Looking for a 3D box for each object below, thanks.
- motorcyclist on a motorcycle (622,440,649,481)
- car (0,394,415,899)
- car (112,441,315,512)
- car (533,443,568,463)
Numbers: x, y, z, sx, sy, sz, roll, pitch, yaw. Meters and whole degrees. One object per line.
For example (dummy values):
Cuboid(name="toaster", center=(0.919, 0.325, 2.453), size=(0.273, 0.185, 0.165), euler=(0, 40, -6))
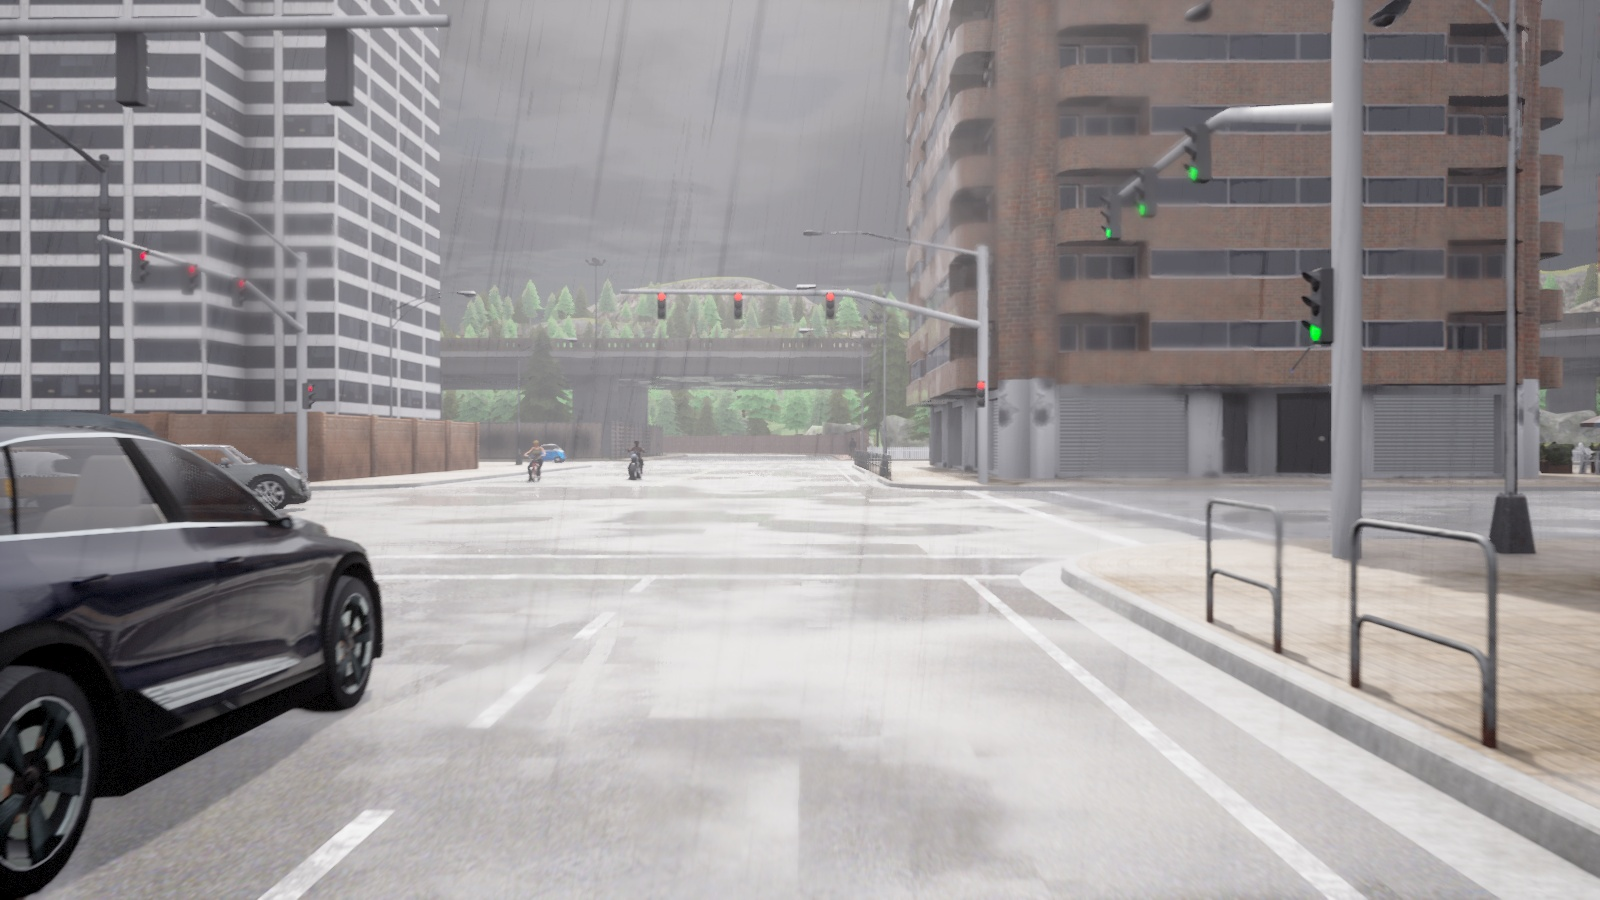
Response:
Cuboid(name="motorcyclist on a motorcycle", center=(-6.697, 0.403, 51.202), size=(0.766, 1.649, 2.350), euler=(0, 0, 0))
Cuboid(name="car", center=(-3.454, 0.643, 5.473), size=(2.033, 1.649, 4.856), euler=(0, 0, 0))
Cuboid(name="car", center=(-12.777, 0.546, 27.616), size=(3.806, 1.475, 1.970), euler=(0, 0, -17))
Cuboid(name="car", center=(-17.828, 0.224, 89.869), size=(2.207, 1.376, 1.481), euler=(-1, 0, 0))
